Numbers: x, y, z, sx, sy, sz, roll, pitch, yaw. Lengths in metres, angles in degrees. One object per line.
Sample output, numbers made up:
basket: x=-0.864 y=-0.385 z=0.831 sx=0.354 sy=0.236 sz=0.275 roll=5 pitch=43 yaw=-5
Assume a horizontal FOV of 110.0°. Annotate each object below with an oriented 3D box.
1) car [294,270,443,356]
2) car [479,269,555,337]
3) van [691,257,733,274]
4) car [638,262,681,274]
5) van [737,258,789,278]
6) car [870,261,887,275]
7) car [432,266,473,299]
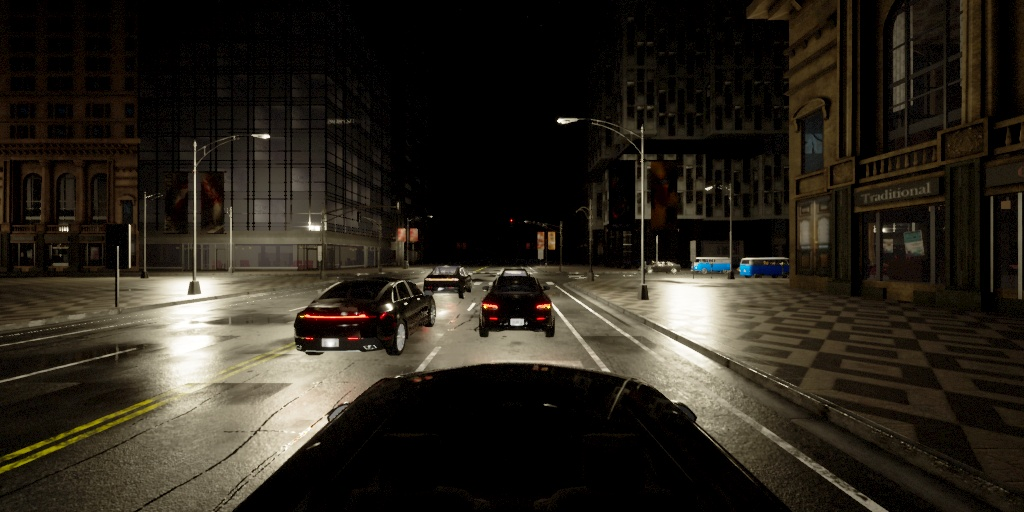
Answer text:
car: x=-3.134 y=1.255 z=8.620 sx=1.837 sy=1.490 sz=4.892 roll=0 pitch=0 yaw=0
car: x=0.123 y=1.276 z=10.115 sx=1.812 sy=1.442 sz=4.674 roll=0 pitch=0 yaw=0
van: x=21.600 y=1.042 z=38.827 sx=3.998 sy=1.789 sz=1.690 roll=0 pitch=0 yaw=0
car: x=15.981 y=1.263 z=38.867 sx=4.403 sy=1.370 sz=2.007 roll=0 pitch=0 yaw=0
van: x=21.540 y=1.032 z=30.303 sx=3.998 sy=1.789 sz=1.690 roll=0 pitch=0 yaw=0
car: x=32.778 y=1.252 z=30.223 sx=4.207 sy=1.307 sz=1.802 roll=0 pitch=0 yaw=0
car: x=-3.106 y=1.241 z=18.034 sx=2.128 sy=1.511 sz=4.902 roll=0 pitch=0 yaw=0
